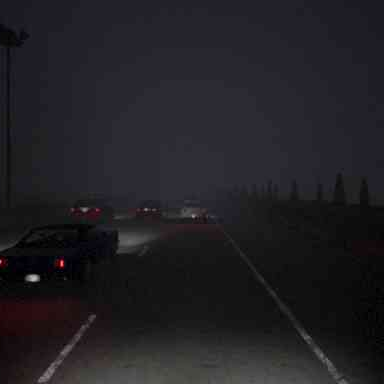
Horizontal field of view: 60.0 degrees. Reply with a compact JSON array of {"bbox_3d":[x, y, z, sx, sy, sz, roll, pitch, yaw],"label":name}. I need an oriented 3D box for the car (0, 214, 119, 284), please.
[{"bbox_3d":[-3.403,1.537,9.340,1.895,1.301,4.718,0,0,0],"label":"car"}]

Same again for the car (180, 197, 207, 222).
[{"bbox_3d":[0.089,1.359,24.382,1.812,1.442,4.674,0,1,0],"label":"car"}]

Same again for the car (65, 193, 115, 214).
[{"bbox_3d":[-6.909,1.192,23.529,2.097,1.767,4.553,0,0,0],"label":"car"}]

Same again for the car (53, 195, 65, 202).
[{"bbox_3d":[-21.627,1.182,55.090,2.033,1.411,5.357,0,0,-2],"label":"car"}]

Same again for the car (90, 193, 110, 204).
[{"bbox_3d":[-14.562,0.992,52.838,2.097,1.767,4.553,0,1,-2],"label":"car"}]

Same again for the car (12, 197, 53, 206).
[{"bbox_3d":[-17.682,1.300,36.546,2.033,1.411,5.357,0,0,-1],"label":"car"}]

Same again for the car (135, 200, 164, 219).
[{"bbox_3d":[-3.417,1.362,27.315,2.033,1.411,5.357,0,0,0],"label":"car"}]

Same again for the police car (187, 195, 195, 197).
[{"bbox_3d":[-0.140,1.224,41.205,2.038,1.542,4.974,0,0,-1],"label":"police car"}]
